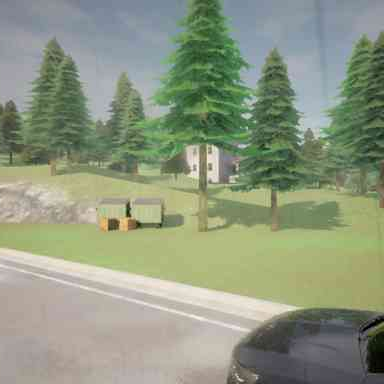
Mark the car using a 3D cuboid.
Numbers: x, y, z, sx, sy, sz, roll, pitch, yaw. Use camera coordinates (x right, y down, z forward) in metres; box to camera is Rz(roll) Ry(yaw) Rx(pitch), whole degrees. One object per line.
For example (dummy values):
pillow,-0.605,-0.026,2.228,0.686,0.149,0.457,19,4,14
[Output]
car,2.552,1.504,2.172,4.892,1.490,1.837,0,0,36
